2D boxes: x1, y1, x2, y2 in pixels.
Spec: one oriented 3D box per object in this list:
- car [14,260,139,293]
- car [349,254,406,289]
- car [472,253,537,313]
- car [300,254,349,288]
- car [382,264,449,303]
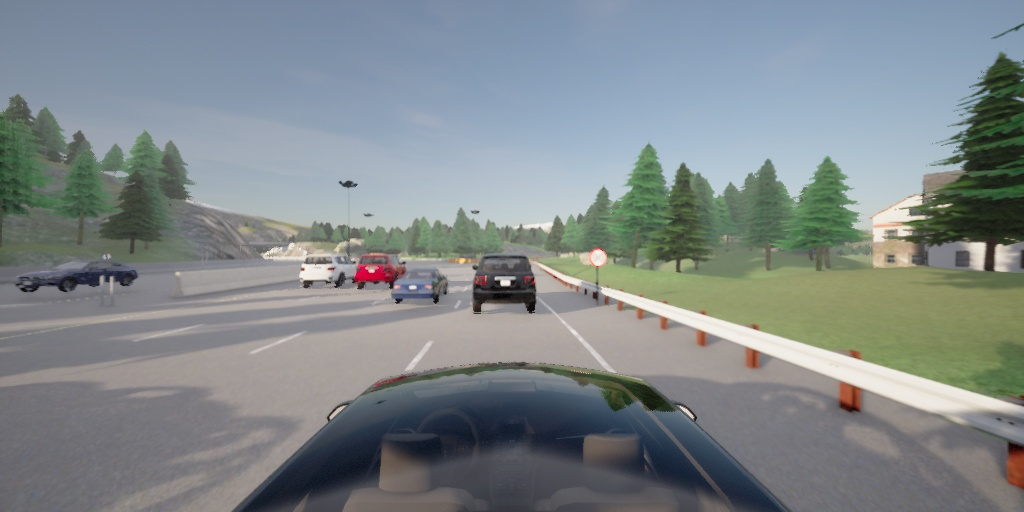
[{"bbox_3d":[-21.785,0.925,18.284,1.812,1.442,4.674,0,0,-5],"label":"car"},{"bbox_3d":[-8.128,0.913,22.735,2.150,2.045,5.566,0,0,-6],"label":"car"},{"bbox_3d":[-0.362,0.926,13.874,2.150,2.045,5.566,0,0,-3],"label":"car"},{"bbox_3d":[-11.740,0.920,23.548,2.150,2.045,5.566,0,0,-6],"label":"car"},{"bbox_3d":[-4.021,1.252,16.343,2.033,1.411,5.357,0,0,-4],"label":"car"}]
